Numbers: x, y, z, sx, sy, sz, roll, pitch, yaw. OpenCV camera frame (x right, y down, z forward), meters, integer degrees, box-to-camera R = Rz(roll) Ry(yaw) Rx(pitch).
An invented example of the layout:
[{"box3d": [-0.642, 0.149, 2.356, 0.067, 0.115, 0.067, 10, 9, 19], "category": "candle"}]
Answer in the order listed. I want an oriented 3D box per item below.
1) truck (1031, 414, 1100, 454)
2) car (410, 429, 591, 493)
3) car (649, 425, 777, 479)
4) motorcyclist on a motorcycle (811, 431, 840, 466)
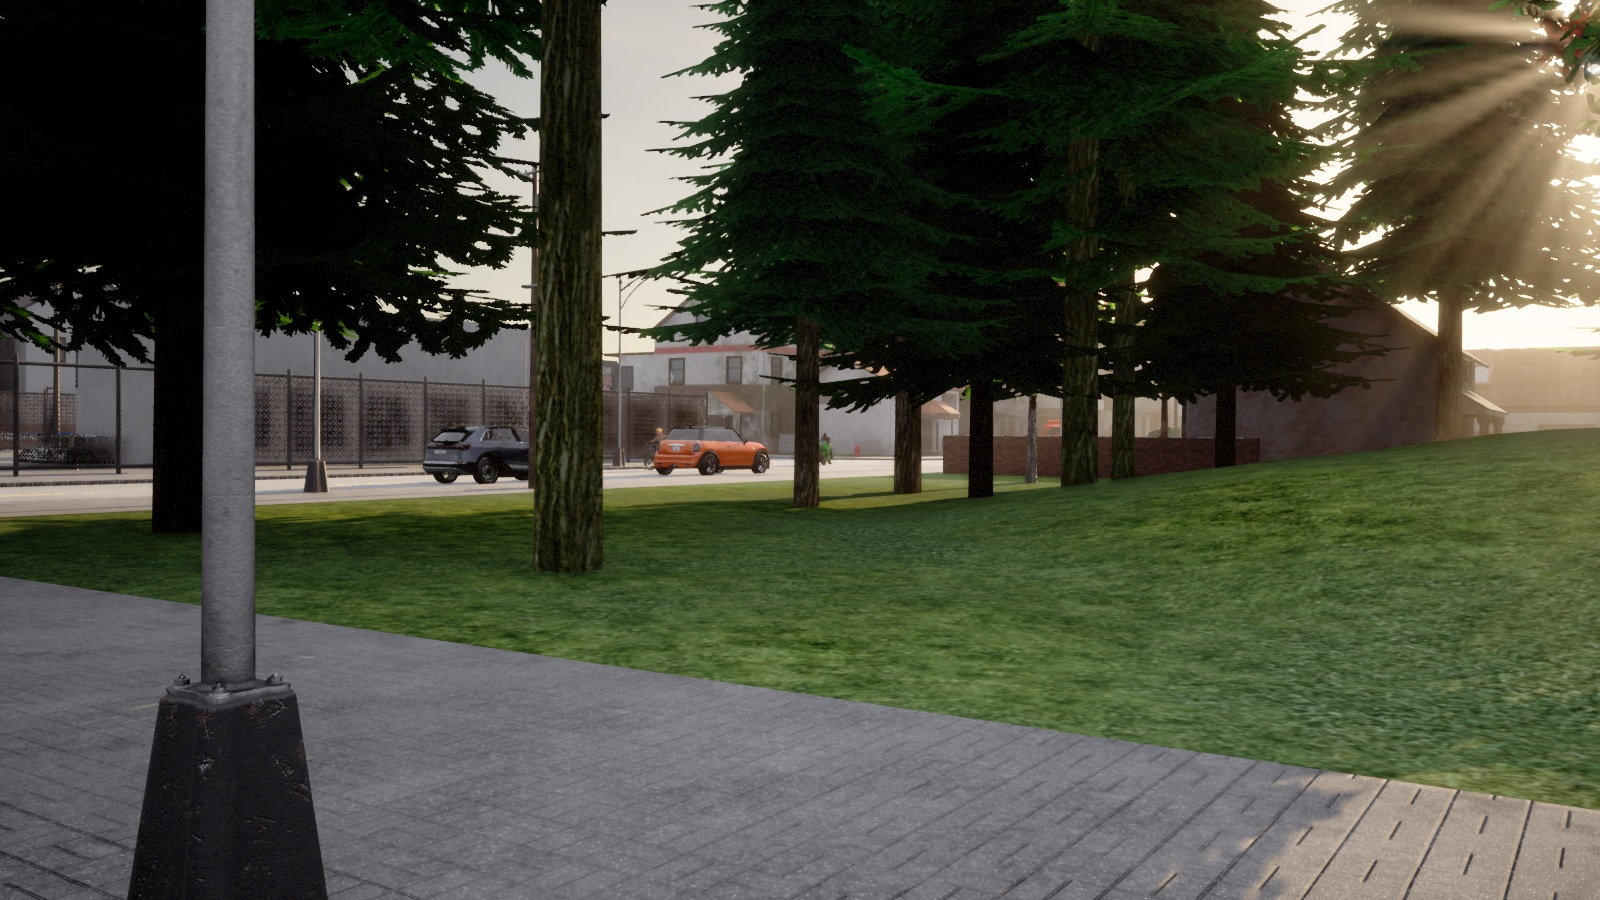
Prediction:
[{"box3d": [17.161, -1.016, 80.939, 2.627, 2.467, 5.204, 0, 1, 33], "category": "truck"}, {"box3d": [-8.315, 0.255, 35.293, 2.033, 1.649, 4.856, 0, 1, 34], "category": "car"}, {"box3d": [-2.931, 0.024, 43.387, 2.097, 1.767, 4.553, 0, 1, 33], "category": "car"}, {"box3d": [1.188, -0.081, 57.429, 0.797, 1.523, 2.044, -3, 0, 15], "category": "motorcyclist on a motorcycle"}]
